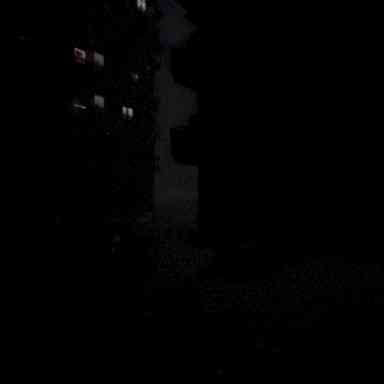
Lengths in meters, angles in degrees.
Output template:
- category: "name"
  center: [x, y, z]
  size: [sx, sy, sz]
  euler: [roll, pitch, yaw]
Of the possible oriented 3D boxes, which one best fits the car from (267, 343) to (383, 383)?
- category: "car"
  center: [2.080, 1.438, 1.393]
  size: [4.097, 1.590, 1.967]
  euler: [0, 0, 36]
